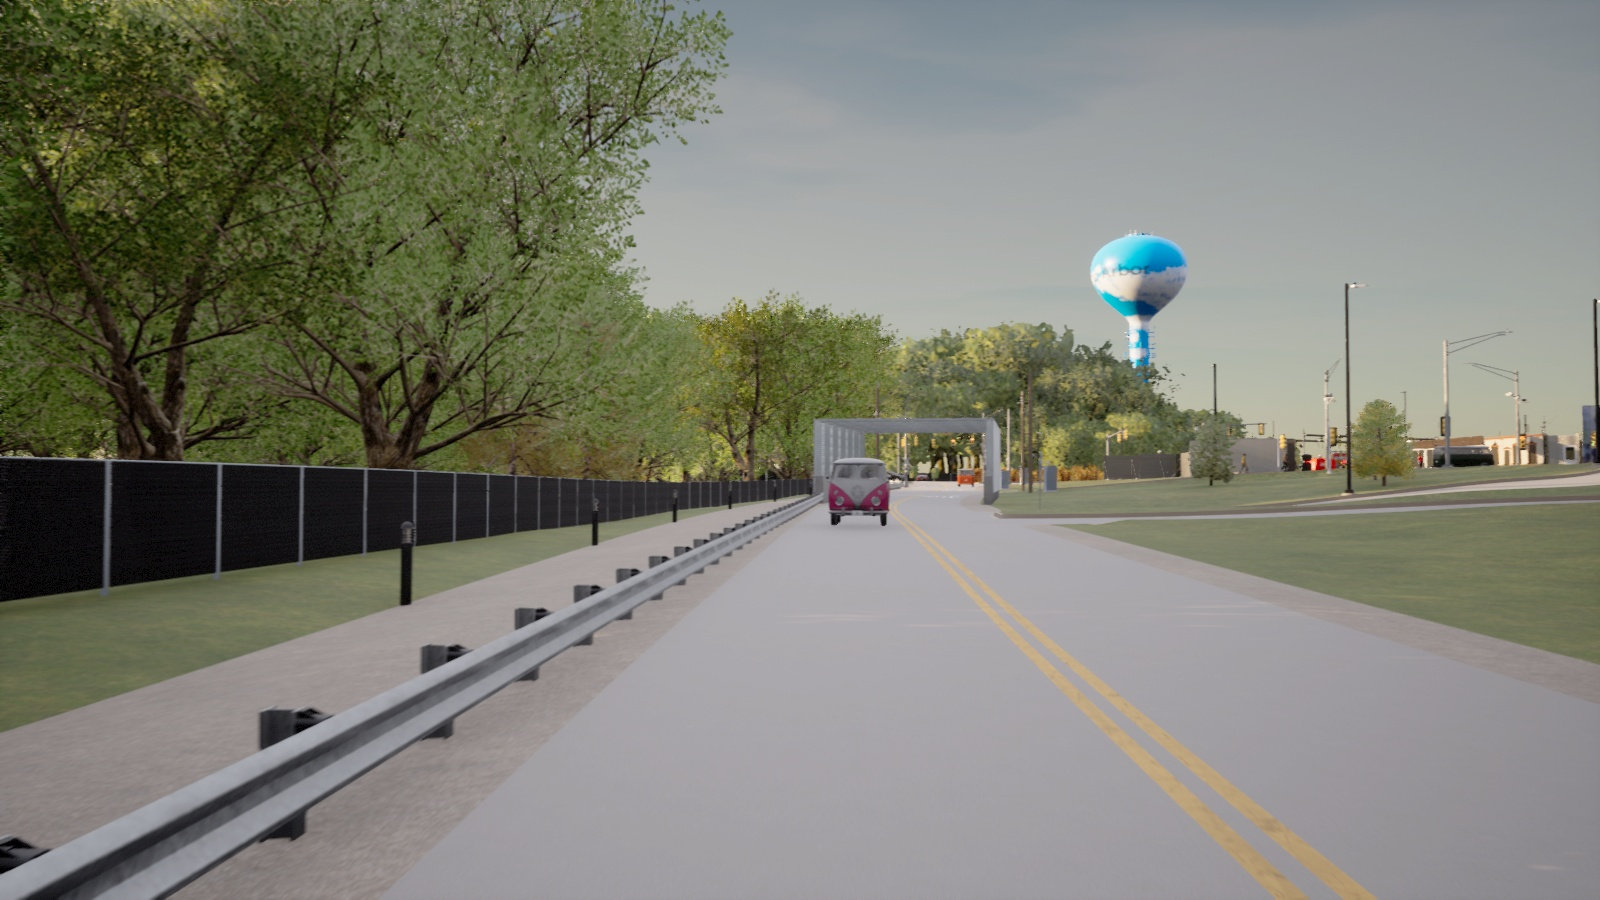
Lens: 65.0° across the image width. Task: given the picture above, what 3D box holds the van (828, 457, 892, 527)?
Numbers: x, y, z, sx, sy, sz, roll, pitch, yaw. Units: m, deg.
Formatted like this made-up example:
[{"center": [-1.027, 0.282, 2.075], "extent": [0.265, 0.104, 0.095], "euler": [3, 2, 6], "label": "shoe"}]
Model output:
[{"center": [1.849, 1.235, 37.800], "extent": [1.775, 1.987, 4.442], "euler": [0, -1, 4], "label": "van"}]
